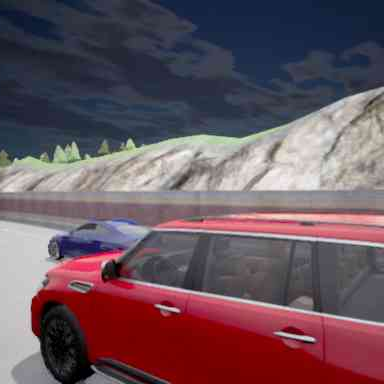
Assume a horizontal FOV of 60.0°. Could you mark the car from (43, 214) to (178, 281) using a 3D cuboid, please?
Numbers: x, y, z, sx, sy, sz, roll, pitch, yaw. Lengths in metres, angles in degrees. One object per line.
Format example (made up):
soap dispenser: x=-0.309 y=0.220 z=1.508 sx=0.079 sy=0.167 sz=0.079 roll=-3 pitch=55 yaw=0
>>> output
car: x=-2.806 y=1.574 z=10.765 sx=4.674 sy=1.442 sz=1.812 roll=0 pitch=0 yaw=39

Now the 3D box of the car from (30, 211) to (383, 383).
car: x=0.475 y=1.240 z=3.726 sx=5.566 sy=2.045 sz=2.150 roll=0 pitch=0 yaw=36
